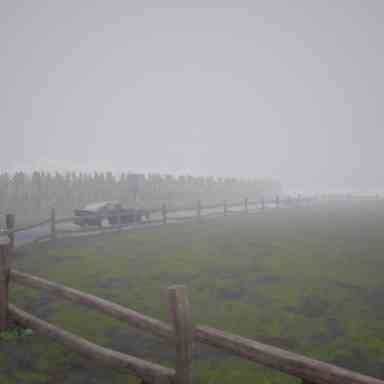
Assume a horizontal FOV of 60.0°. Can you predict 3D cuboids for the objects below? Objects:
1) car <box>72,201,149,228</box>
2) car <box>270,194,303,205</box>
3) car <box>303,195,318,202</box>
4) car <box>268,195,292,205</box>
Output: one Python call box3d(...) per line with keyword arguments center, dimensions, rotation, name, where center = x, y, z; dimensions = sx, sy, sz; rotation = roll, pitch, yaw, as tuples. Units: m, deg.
box3d(center=(-4.738, 1.289, 20.011), dimensions=(1.882, 1.535, 5.008), rotation=(-1, 0, 35), name="car")
box3d(center=(12.618, 1.037, 44.382), dimensions=(2.128, 1.511, 4.902), rotation=(-1, 0, 36), name="car")
box3d(center=(18.548, 1.055, 52.822), dimensions=(1.895, 1.301, 4.718), rotation=(-1, 0, 35), name="car")
box3d(center=(13.377, 1.140, 50.285), dimensions=(1.895, 1.301, 4.718), rotation=(-1, 0, 35), name="car")
